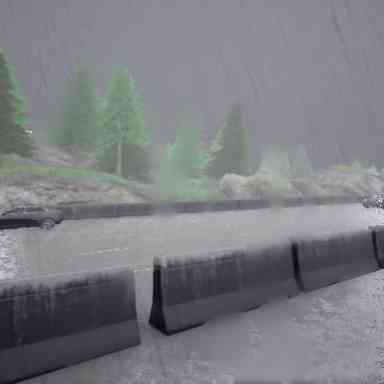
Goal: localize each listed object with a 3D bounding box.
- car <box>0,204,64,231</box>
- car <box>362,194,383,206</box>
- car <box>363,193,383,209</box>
[{"bbox_3d":[-9.733,1.454,18.546,4.902,1.511,2.128,-1,1,-36],"label":"car"},{"bbox_3d":[23.880,0.976,42.515,4.674,1.442,1.812,-1,1,-35],"label":"car"},{"bbox_3d":[20.295,0.888,35.659,4.553,1.767,2.097,-1,1,-35],"label":"car"}]
